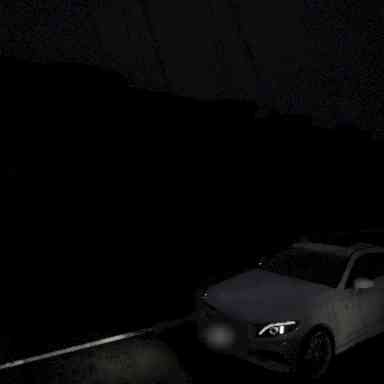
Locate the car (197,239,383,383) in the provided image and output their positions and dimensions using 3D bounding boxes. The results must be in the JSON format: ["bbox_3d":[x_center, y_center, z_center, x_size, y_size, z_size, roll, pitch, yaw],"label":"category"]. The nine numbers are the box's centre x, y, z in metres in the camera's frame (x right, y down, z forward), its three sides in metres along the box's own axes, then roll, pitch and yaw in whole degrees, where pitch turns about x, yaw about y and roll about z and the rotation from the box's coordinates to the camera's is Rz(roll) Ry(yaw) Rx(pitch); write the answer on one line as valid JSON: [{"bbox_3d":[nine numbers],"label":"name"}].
[{"bbox_3d":[2.259,1.576,5.580,4.674,1.442,1.812,1,0,-35],"label":"car"}]
